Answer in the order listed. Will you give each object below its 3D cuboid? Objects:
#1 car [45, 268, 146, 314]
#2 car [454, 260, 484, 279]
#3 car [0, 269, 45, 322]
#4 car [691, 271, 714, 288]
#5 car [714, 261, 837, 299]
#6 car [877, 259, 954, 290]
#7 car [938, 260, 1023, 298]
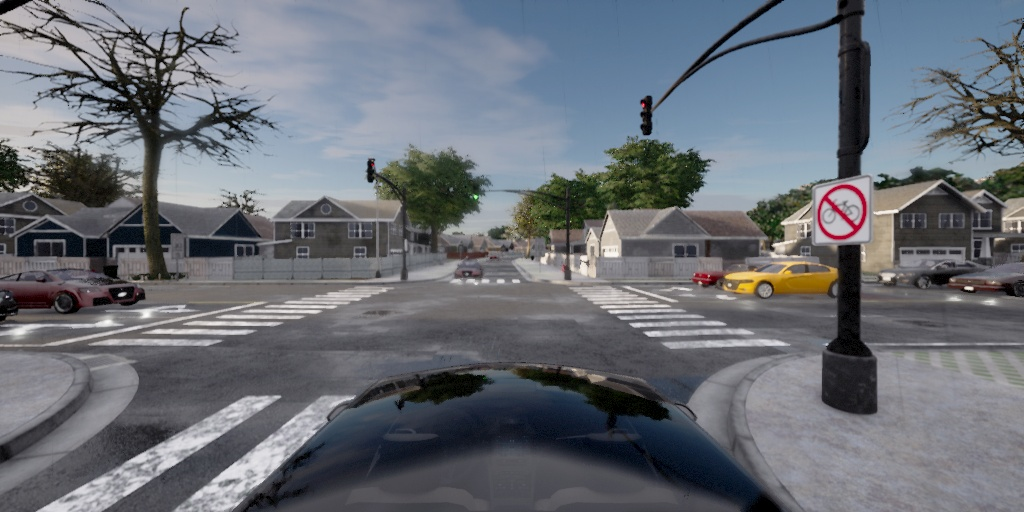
[{"bbox_3d":[-15.102,1.114,12.062,4.181,1.385,1.994,0,0,0],"label":"car"},{"bbox_3d":[-3.160,1.026,26.933,1.994,1.385,4.181,0,1,-2],"label":"car"},{"bbox_3d":[-15.402,1.061,8.810,4.902,1.511,2.128,0,0,0],"label":"car"},{"bbox_3d":[12.085,1.084,18.833,4.718,1.301,1.895,0,0,0],"label":"car"},{"bbox_3d":[11.919,0.980,15.585,5.008,1.535,1.882,0,0,-1],"label":"car"},{"bbox_3d":[22.165,0.921,18.856,4.902,1.511,2.128,0,0,0],"label":"car"},{"bbox_3d":[22.520,0.994,15.610,5.357,1.411,2.033,0,0,0],"label":"car"}]
